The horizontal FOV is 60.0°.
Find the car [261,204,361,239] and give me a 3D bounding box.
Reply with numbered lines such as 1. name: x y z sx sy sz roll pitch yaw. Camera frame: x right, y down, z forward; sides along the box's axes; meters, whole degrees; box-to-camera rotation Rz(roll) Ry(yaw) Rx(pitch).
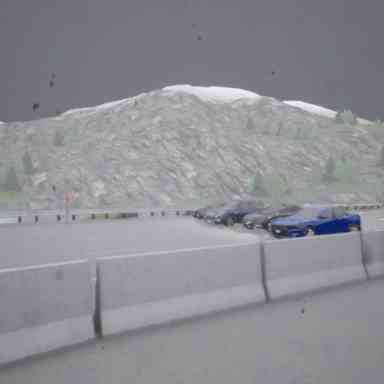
1. car: 5.942 1.453 15.891 5.008 1.535 1.882 0 0 -30

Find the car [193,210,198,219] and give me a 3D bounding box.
1. car: 2.187 1.516 25.831 4.181 1.385 1.994 0 0 -29

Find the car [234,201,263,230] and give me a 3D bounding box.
1. car: 5.162 1.473 19.481 4.892 1.490 1.837 0 0 -29

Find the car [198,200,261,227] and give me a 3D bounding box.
1. car: 3.061 1.312 22.289 4.553 1.767 2.097 0 0 -30
